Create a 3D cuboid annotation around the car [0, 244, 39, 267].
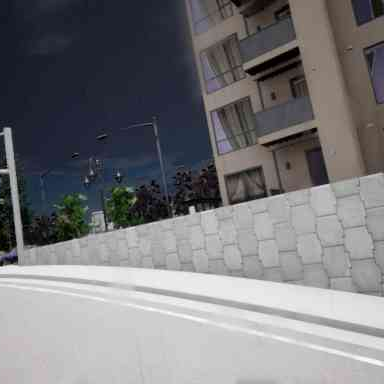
[{"bbox_3d":[-15.550,5.658,29.612,2.097,1.767,4.553,-15,-9,35],"label":"car"}]
